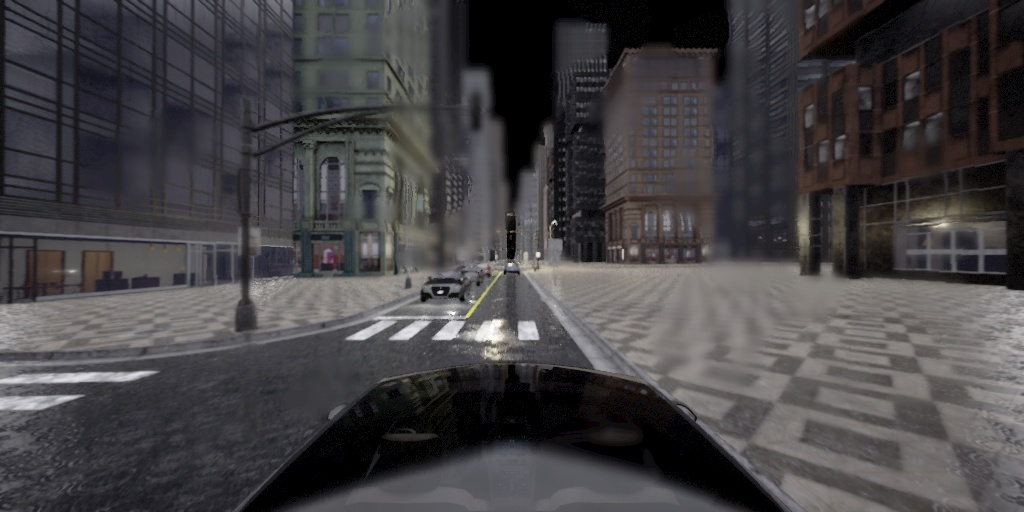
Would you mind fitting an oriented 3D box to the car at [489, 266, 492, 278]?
[{"bbox_3d":[-3.088,1.439,36.806,1.812,1.442,4.674,0,0,0],"label":"car"}]

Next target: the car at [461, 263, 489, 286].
[{"bbox_3d":[-3.101,1.353,26.500,2.128,1.511,4.902,0,0,0],"label":"car"}]

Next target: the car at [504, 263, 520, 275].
[{"bbox_3d":[0.003,1.510,43.279,1.994,1.385,4.181,0,0,0],"label":"car"}]

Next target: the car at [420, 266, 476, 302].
[{"bbox_3d":[-3.107,1.384,17.529,1.994,1.385,4.181,0,0,0],"label":"car"}]
